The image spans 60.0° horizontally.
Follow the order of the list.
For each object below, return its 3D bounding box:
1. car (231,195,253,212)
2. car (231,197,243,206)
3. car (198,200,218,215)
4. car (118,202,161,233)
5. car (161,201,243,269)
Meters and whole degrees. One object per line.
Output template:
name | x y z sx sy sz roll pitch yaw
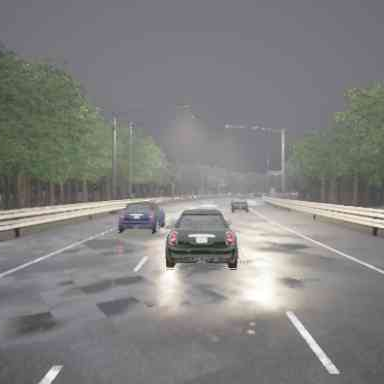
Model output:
car | 5.461 1.491 38.427 2.128 1.511 4.902 0 0 6
car | 7.588 1.557 55.917 1.994 1.385 4.181 0 0 8
car | 1.771 1.598 35.408 1.895 1.301 4.718 0 0 5
car | -2.833 1.347 19.720 2.097 1.767 4.553 0 0 3
car | 0.325 1.352 11.324 2.097 1.767 4.553 0 0 2
